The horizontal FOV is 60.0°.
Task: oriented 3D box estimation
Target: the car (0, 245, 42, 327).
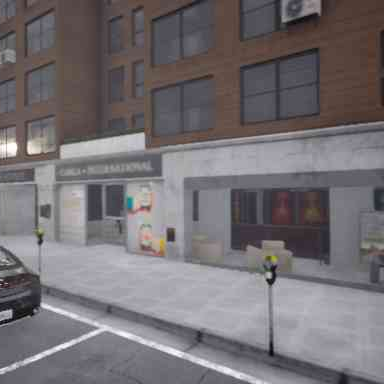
[{"bbox_3d":[-4.480,1.543,6.050,4.403,1.369,2.008,0,-1,35],"label":"car"}]
